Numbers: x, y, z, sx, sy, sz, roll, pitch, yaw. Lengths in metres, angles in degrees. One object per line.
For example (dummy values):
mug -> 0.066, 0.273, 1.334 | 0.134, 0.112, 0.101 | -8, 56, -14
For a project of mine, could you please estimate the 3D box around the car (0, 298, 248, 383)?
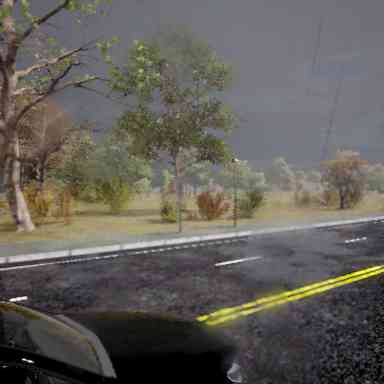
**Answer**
car -> -1.660, 1.527, 2.275 | 4.674, 1.442, 1.812 | 0, 0, -35
